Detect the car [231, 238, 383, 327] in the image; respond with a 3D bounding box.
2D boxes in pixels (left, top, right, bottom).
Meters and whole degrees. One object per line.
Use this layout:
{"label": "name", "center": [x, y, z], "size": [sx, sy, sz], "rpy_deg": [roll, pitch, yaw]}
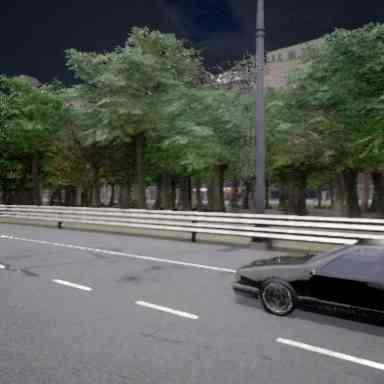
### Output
{"label": "car", "center": [3.391, 1.549, 5.751], "size": [5.357, 1.411, 2.033], "rpy_deg": [0, 0, 36]}
